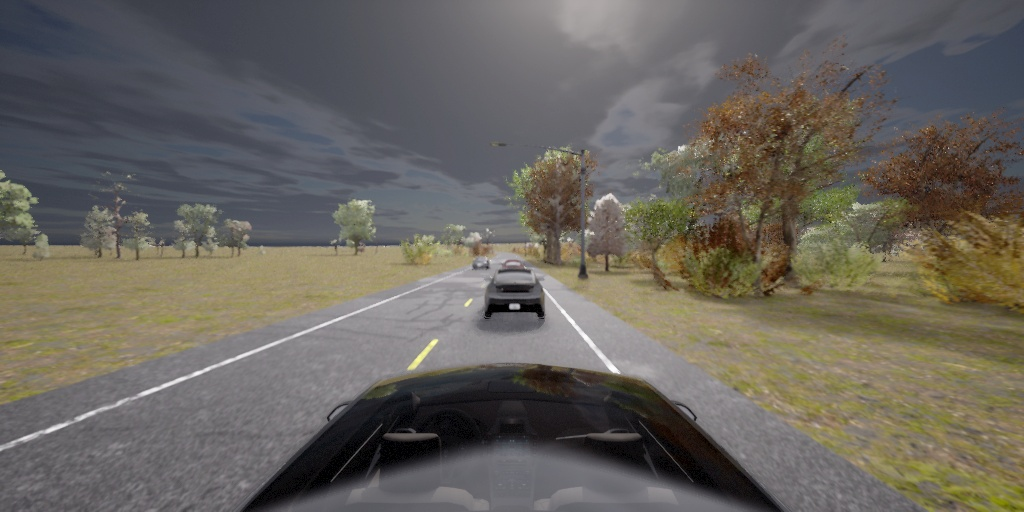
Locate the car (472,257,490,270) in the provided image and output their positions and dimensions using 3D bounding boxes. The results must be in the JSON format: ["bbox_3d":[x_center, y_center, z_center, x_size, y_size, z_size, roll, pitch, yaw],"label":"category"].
[{"bbox_3d":[-3.595,0.833,42.316,2.128,1.511,4.902,0,0,0],"label":"car"}]

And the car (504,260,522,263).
[{"bbox_3d":[0.082,1.013,28.635,1.812,1.442,4.674,0,1,0],"label":"car"}]

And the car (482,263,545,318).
[{"bbox_3d":[0.085,1.154,12.474,1.837,1.490,4.892,0,0,0],"label":"car"}]
